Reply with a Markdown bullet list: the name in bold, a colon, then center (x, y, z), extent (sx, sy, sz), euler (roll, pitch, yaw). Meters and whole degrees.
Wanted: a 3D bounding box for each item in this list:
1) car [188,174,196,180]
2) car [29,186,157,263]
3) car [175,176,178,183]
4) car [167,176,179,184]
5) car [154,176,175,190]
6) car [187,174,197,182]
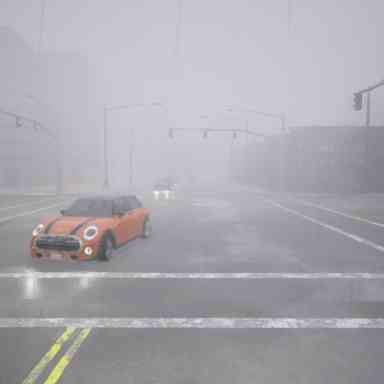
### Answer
- **car**: center (0.022, -3.694, 80.724), extent (2.033, 1.411, 5.357), euler (0, 4, 0)
- **car**: center (-2.959, 0.907, 10.598), extent (2.097, 1.767, 4.553), euler (1, 4, 13)
- **car**: center (-3.581, -1.689, 51.329), extent (1.837, 1.490, 4.892), euler (0, 4, 0)
- **car**: center (-3.549, -2.276, 61.448), extent (1.895, 1.301, 4.718), euler (0, 4, 0)
- **car**: center (-3.587, -0.961, 41.423), extent (1.994, 1.385, 4.181), euler (0, 4, 0)
- **car**: center (0.019, -2.968, 70.897), extent (1.994, 1.385, 4.181), euler (0, 4, 0)
